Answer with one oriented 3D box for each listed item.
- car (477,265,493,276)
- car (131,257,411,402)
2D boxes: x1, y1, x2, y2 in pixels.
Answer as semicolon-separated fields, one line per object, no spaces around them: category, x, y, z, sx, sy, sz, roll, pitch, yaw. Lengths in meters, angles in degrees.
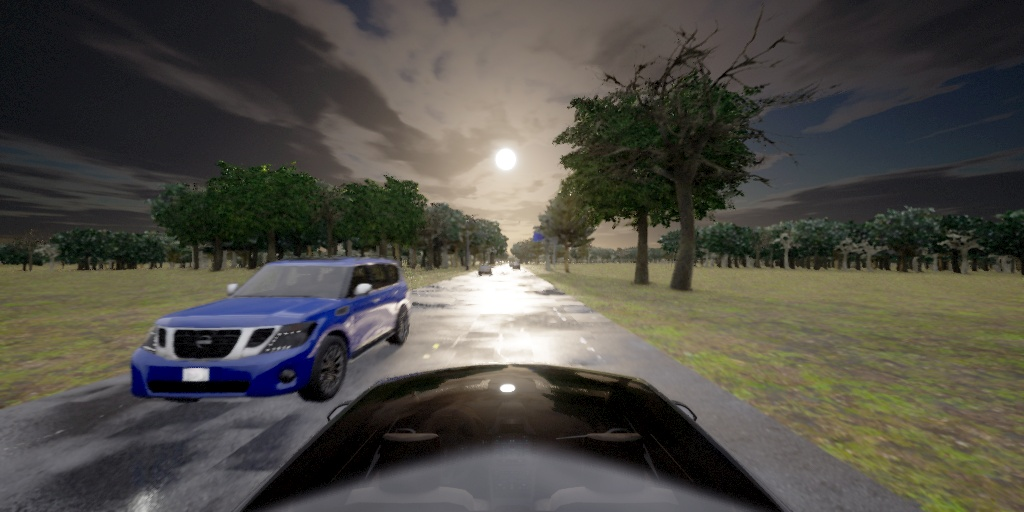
car;-3.592;1.972;48.799;2.033;1.411;5.357;0;-1;0
car;-3.599;1.038;6.851;2.150;2.045;5.566;0;-1;0
